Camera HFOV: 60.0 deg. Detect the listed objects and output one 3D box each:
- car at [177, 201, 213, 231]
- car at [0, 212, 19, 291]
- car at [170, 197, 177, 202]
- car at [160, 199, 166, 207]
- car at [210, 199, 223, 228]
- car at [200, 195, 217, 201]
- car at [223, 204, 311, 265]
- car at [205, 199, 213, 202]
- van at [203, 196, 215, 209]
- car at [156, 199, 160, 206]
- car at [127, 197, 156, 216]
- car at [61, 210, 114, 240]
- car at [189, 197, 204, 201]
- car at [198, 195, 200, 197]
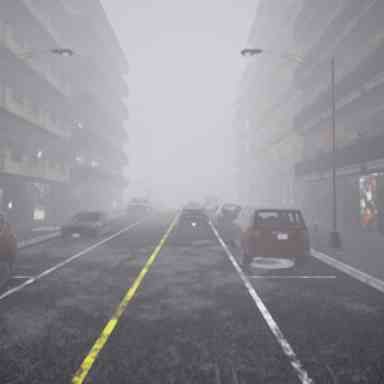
[{"bbox_3d":[0.101,1.582,21.268,1.837,1.490,4.892,0,0,0],"label":"car"},{"bbox_3d":[-5.292,1.336,6.318,2.192,1.841,5.009,1,0,0],"label":"car"},{"bbox_3d":[-5.305,2.074,94.174,1.947,1.339,4.313,1,0,0],"label":"car"},{"bbox_3d":[-5.303,1.847,56.094,1.802,1.307,4.206,1,0,0],"label":"car"},{"bbox_3d":[2.550,1.525,22.853,1.967,1.590,4.097,1,0,0],"label":"car"},{"bbox_3d":[2.550,1.512,44.979,2.192,1.841,5.009,1,0,0],"label":"car"},{"bbox_3d":[2.554,1.355,11.790,2.192,1.841,5.009,1,0,0],"label":"car"},{"bbox_3d":[2.546,1.719,33.915,1.802,1.307,4.206,1,0,0],"label":"car"},{"bbox_3d":[2.549,1.571,50.510,1.690,1.788,3.998,1,0,0],"label":"van"},{"bbox_3d":[-5.301,1.711,39.501,1.887,1.381,4.507,1,0,0],"label":"car"},{"bbox_3d":[-5.295,1.452,33.970,2.192,1.841,5.009,1,0,0],"label":"car"},{"bbox_3d":[-5.299,1.627,17.380,1.947,1.339,4.313,1,0,0],"label":"car"},{"bbox_3d":[0.099,1.690,39.241,1.812,1.442,4.674,0,0,0],"label":"car"},{"bbox_3d":[2.579,1.823,94.221,2.192,1.841,5.009,1,0,0],"label":"car"}]
